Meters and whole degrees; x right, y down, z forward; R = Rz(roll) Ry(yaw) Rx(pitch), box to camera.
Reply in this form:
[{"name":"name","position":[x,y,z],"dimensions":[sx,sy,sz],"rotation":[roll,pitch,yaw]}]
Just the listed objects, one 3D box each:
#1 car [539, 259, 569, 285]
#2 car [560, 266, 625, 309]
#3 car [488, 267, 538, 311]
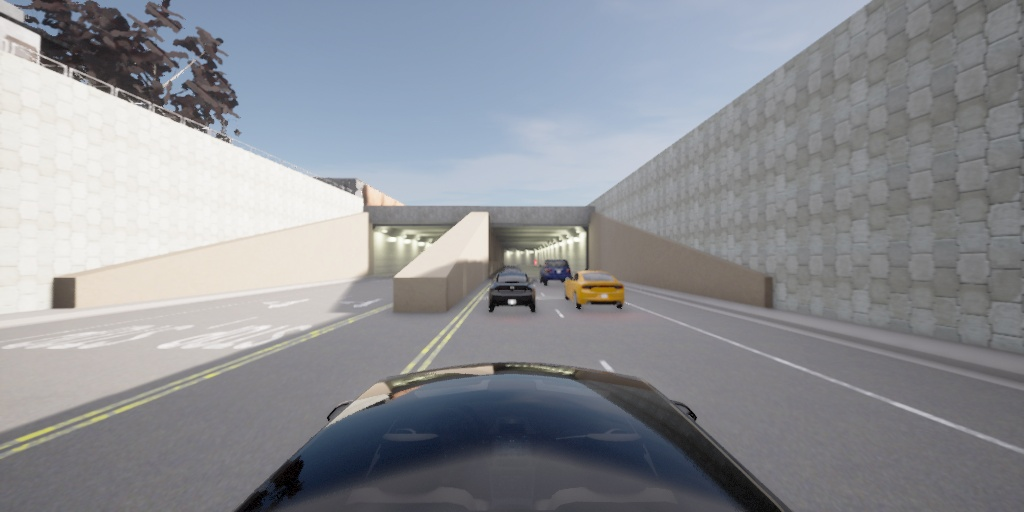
[{"name":"car","position":[3.512,1.283,29.384],"dimensions":[2.150,2.045,5.566],"rotation":[0,0,0]},{"name":"car","position":[3.530,1.387,16.073],"dimensions":[1.882,1.535,5.008],"rotation":[0,0,0]},{"name":"car","position":[0.025,1.409,15.335],"dimensions":[1.837,1.490,4.892],"rotation":[0,0,1]}]
